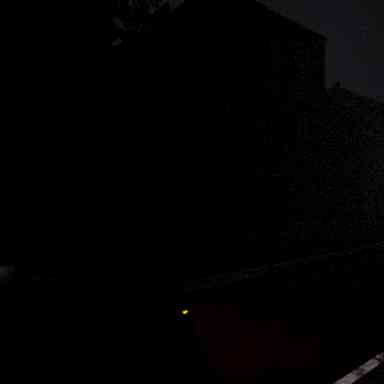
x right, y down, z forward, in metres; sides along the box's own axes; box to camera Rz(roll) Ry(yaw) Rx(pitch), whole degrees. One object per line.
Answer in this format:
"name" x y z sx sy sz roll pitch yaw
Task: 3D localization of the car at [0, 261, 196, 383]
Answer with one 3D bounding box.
"car" -2.084 1.523 3.285 4.674 1.442 1.812 0 0 -37
